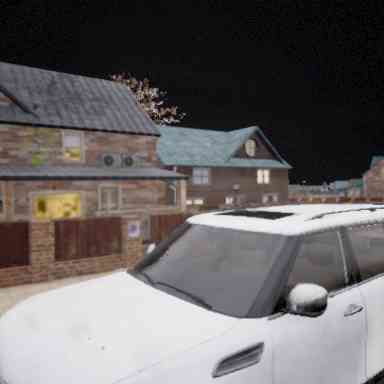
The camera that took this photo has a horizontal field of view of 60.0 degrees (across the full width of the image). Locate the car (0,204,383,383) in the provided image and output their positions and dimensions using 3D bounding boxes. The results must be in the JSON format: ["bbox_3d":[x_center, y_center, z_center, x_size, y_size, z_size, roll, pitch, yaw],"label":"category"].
[{"bbox_3d":[0.829,1.199,3.689,5.566,2.045,2.150,-1,0,-36],"label":"car"}]
